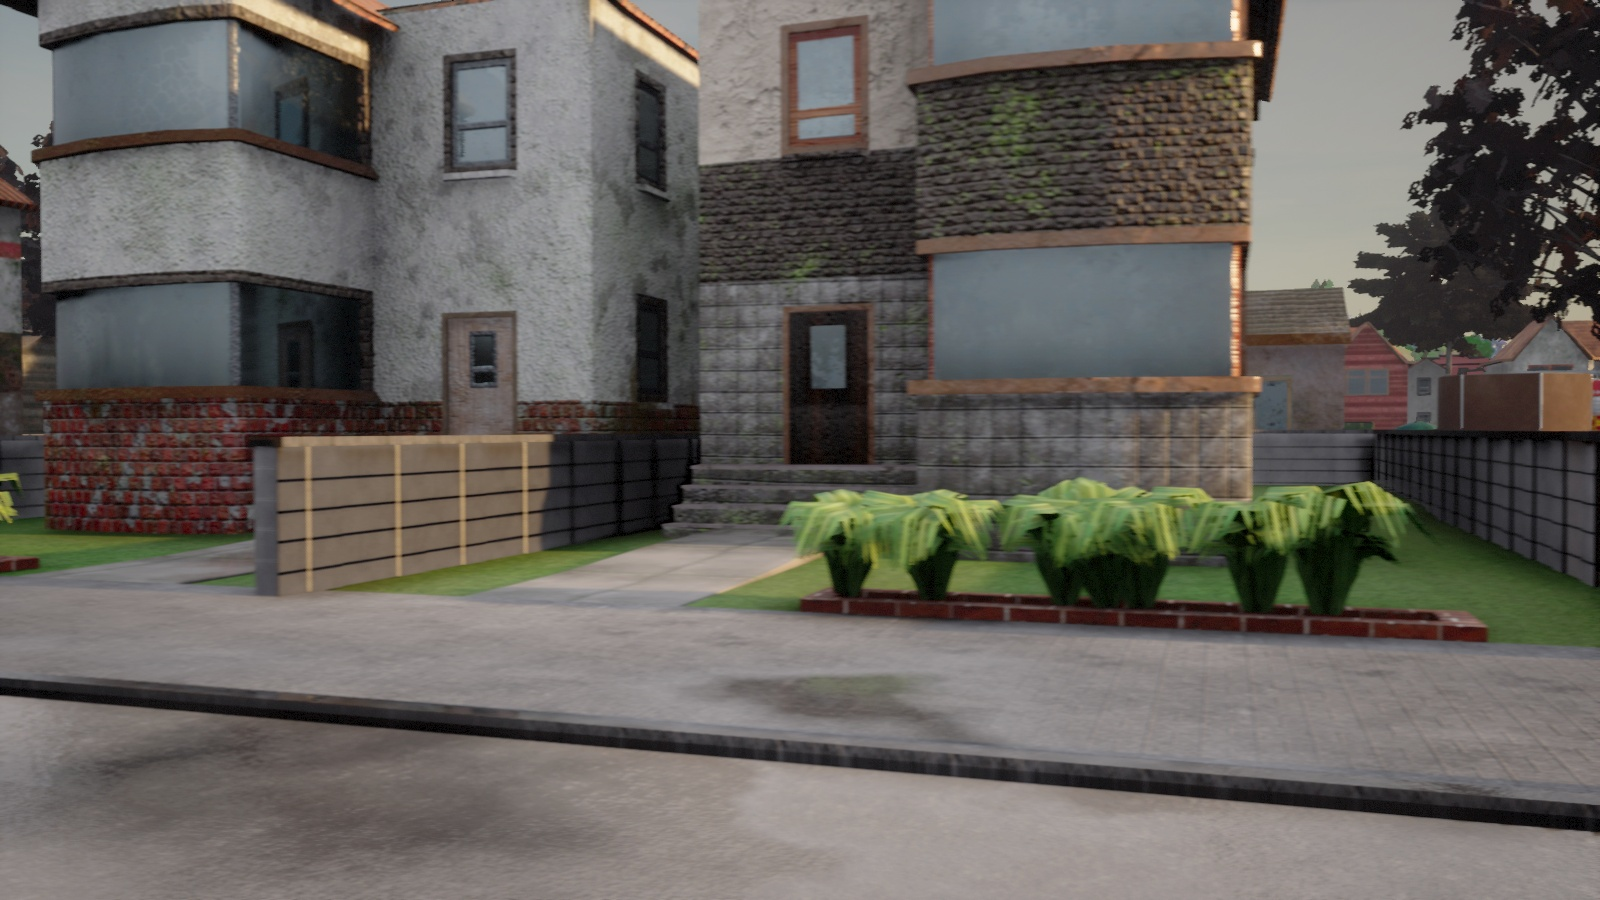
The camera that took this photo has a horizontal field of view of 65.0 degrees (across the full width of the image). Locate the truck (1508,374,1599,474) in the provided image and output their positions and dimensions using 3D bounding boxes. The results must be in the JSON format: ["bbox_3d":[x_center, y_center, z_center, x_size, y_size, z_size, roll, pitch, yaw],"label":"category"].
[{"bbox_3d":[32.798,-1.002,49.143,8.468,3.827,2.891,1,1,19],"label":"truck"}]
